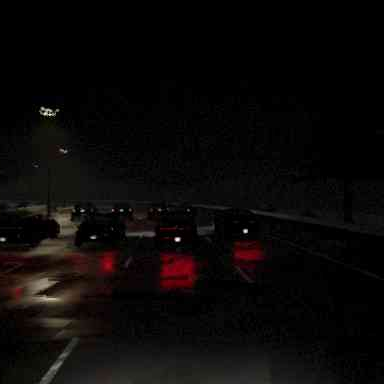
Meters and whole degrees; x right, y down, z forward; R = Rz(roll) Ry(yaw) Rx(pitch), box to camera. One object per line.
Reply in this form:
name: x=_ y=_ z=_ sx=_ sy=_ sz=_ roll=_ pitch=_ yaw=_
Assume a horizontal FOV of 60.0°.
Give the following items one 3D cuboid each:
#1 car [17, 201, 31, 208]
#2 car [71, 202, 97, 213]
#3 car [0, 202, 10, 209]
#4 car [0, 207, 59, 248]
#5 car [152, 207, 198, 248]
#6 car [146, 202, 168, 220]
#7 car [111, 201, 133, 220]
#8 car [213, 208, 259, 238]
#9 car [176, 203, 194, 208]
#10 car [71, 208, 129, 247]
car: x=-29.582 y=2.360 z=58.758 sx=1.837 sy=1.490 sz=4.892 roll=0 pitch=-1 yaw=-22
car: x=-10.410 y=1.784 z=32.400 sx=2.097 sy=1.767 sz=4.553 roll=0 pitch=-1 yaw=-11
car: x=-32.836 y=2.417 z=57.515 sx=2.033 sy=1.411 sz=5.357 roll=0 pitch=-1 yaw=-22
car: x=-7.833 y=1.725 z=15.830 sx=2.128 sy=1.511 sz=4.902 roll=0 pitch=-1 yaw=-6
car: x=-0.828 y=1.689 z=15.985 sx=1.837 sy=1.490 sz=4.892 roll=0 pitch=0 yaw=-5
car: x=-3.376 y=1.737 z=32.881 sx=2.097 sy=1.767 sz=4.553 roll=0 pitch=-1 yaw=-11
car: x=-6.887 y=1.760 z=32.618 sx=2.097 sy=1.767 sz=4.553 roll=0 pitch=-1 yaw=-11
car: x=2.397 y=1.698 z=19.018 sx=1.837 sy=1.490 sz=4.892 roll=0 pitch=0 yaw=-6
car: x=-0.869 y=1.987 z=37.980 sx=1.994 sy=1.385 sz=4.181 roll=0 pitch=-1 yaw=-13
car: x=-4.365 y=1.737 z=16.240 sx=1.812 sy=1.442 sz=4.674 roll=0 pitch=-1 yaw=-6
